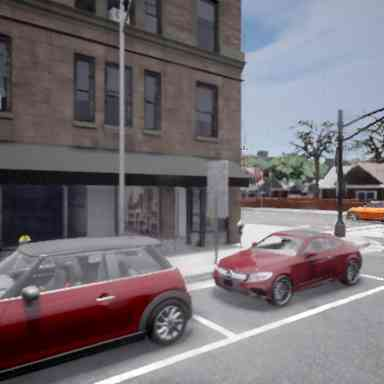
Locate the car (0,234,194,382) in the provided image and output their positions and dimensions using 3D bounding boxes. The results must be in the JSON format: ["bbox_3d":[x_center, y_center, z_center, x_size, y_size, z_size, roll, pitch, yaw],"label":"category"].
[{"bbox_3d":[-2.054,1.441,4.723,4.097,1.590,1.967,0,0,-36],"label":"car"}]

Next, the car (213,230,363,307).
[{"bbox_3d":[2.438,1.592,7.929,4.206,1.307,1.802,0,0,-36],"label":"car"}]

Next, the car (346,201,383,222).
[{"bbox_3d":[14.148,1.460,25.286,2.097,1.767,4.553,0,0,-31],"label":"car"}]
